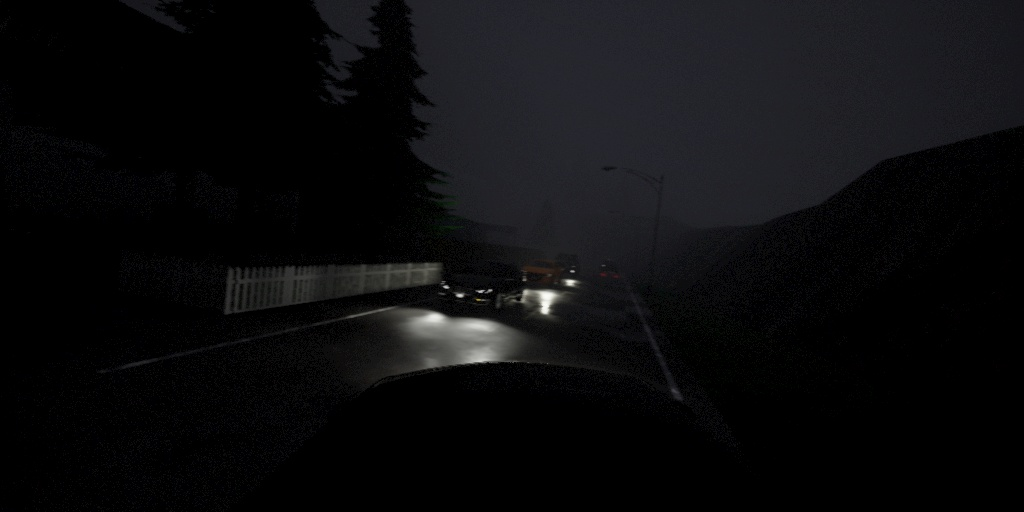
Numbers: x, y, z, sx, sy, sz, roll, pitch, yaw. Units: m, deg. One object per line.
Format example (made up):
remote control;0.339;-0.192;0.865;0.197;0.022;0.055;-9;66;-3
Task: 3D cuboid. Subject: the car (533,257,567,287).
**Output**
car;1.926;0.951;22.269;1.882;1.535;5.008;7;1;16

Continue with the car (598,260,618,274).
car;13.167;1.410;48.260;2.097;1.767;4.553;7;1;15

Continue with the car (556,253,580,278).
car;4.917;0.768;32.531;2.150;2.045;5.566;7;1;16

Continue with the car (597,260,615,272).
car;15.124;1.527;57.963;2.128;1.511;4.902;6;1;8

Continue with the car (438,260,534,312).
car;-0.820;0.913;12.719;1.837;1.490;4.892;7;1;16
